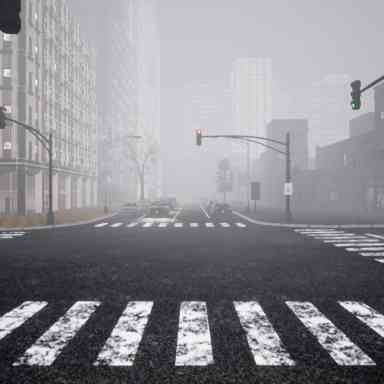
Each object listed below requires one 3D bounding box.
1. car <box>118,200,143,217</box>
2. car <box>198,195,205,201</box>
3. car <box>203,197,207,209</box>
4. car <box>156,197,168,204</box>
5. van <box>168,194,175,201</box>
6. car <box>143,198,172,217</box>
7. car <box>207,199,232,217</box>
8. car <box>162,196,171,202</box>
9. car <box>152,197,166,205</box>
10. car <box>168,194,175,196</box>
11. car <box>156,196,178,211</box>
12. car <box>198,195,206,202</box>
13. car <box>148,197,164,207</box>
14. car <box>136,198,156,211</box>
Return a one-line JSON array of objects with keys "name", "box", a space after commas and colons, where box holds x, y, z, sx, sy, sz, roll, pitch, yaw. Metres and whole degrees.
[{"name": "car", "box": [-5.707, 1.591, 30.816, 1.802, 1.307, 4.206, 0, 0, 0]}, {"name": "car", "box": [2.639, 1.639, 91.771, 1.947, 1.339, 4.313, 0, 0, 0]}, {"name": "car", "box": [2.668, 1.598, 41.903, 1.802, 1.307, 4.206, 0, 0, 0]}, {"name": "car", "box": [-5.726, 1.600, 64.062, 1.947, 1.339, 4.313, 0, 0, 0]}, {"name": "van", "box": [-5.741, 1.414, 91.766, 1.690, 1.788, 3.998, 0, 0, 0]}, {"name": "car", "box": [-3.135, 1.573, 30.997, 1.994, 1.385, 4.181, 0, 0, -2]}, {"name": "car", "box": [2.675, 1.554, 30.821, 1.887, 1.381, 4.507, 0, 0, 0]}, {"name": "car", "box": [-5.732, 1.631, 75.143, 1.802, 1.307, 4.206, 0, 0, 0]}, {"name": "car", "box": [-5.722, 1.594, 58.520, 1.947, 1.339, 4.313, 0, 0, 0]}, {"name": "car", "box": [-3.117, 1.500, 50.943, 1.882, 1.535, 5.008, 0, 0, 0]}, {"name": "car", "box": [-3.120, 1.579, 40.960, 1.994, 1.385, 4.181, 0, 0, 0]}, {"name": "car", "box": [2.649, 1.600, 75.148, 2.008, 1.369, 4.403, 0, 0, 0]}, {"name": "car", "box": [-5.718, 1.574, 52.980, 2.008, 1.369, 4.403, 0, 0, 0]}, {"name": "car", "box": [-5.713, 1.541, 41.728, 1.752, 1.417, 4.829, 0, 0, 0]}]
